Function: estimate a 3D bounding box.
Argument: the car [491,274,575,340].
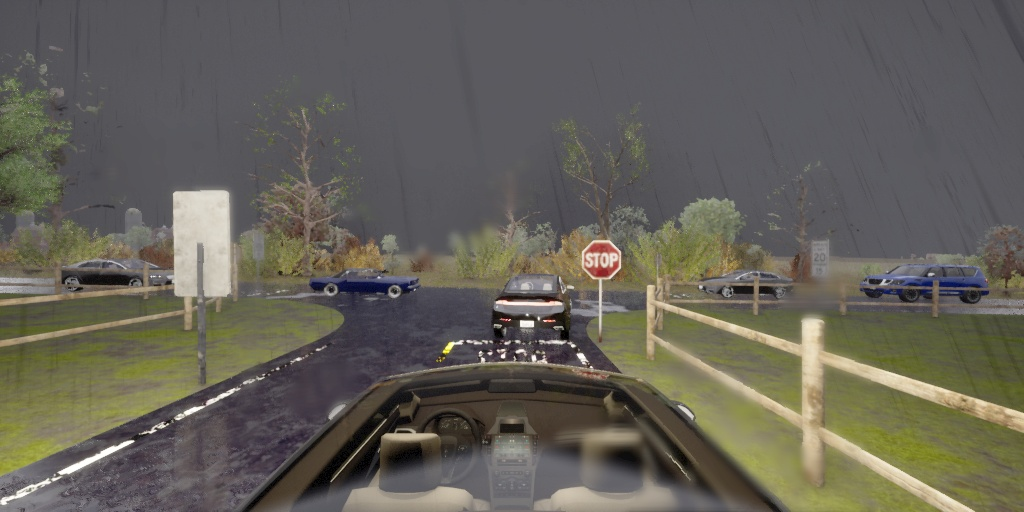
[{"bbox_3d":[0.705,1.240,10.057,2.128,1.511,4.902,0,0,9],"label":"car"}]

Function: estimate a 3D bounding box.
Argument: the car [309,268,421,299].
[{"bbox_3d":[-6.825,1.248,17.087,4.718,1.301,1.895,1,1,0],"label":"car"}]

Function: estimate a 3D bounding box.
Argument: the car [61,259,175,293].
[{"bbox_3d":[-18.493,0.885,17.101,4.902,1.511,2.128,1,1,0],"label":"car"}]

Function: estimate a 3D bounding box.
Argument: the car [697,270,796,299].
[{"bbox_3d":[13.000,1.525,20.017,4.902,1.511,2.128,1,1,0],"label":"car"}]

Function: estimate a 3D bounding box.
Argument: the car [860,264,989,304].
[{"bbox_3d":[22.896,1.466,20.008,5.566,2.045,2.150,1,1,0],"label":"car"}]
